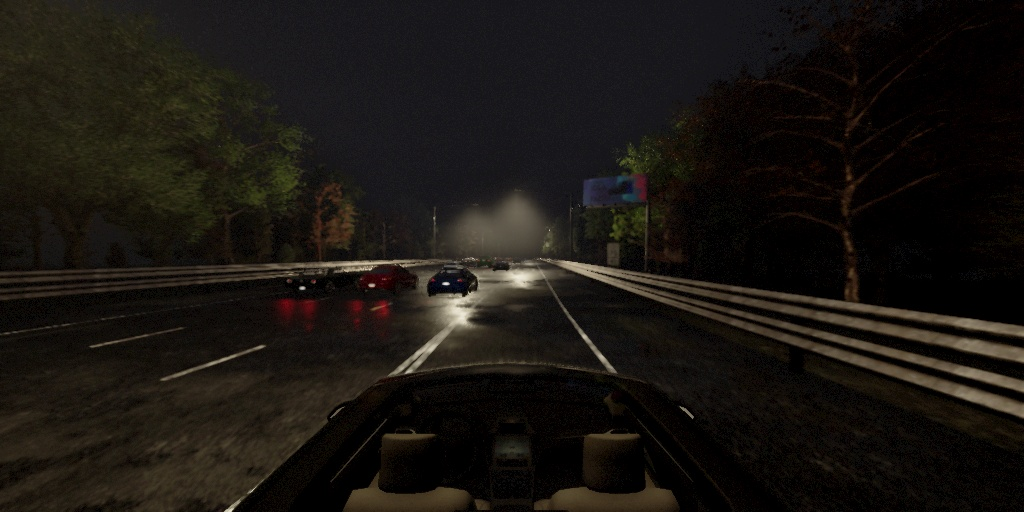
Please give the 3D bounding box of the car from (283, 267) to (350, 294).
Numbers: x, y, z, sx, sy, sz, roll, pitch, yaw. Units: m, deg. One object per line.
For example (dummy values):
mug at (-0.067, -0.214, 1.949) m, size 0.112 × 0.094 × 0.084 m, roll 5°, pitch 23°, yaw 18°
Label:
car at (-9.985, 1.263, 19.501) m, size 1.895 × 1.301 × 4.718 m, roll 0°, pitch 0°, yaw 3°

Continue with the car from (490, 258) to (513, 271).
car at (-1.356, 1.289, 48.624) m, size 1.994 × 1.385 × 4.181 m, roll 0°, pitch 0°, yaw 3°

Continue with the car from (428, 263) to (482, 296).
car at (-3.010, 1.285, 18.960) m, size 1.994 × 1.385 × 4.181 m, roll 0°, pitch 0°, yaw 3°

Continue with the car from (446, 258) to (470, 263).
car at (-5.627, 1.219, 34.877) m, size 1.812 × 1.442 × 4.674 m, roll 0°, pitch 0°, yaw 3°

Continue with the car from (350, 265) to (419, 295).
car at (-6.493, 1.217, 19.228) m, size 1.812 × 1.442 × 4.674 m, roll 0°, pitch 0°, yaw 3°

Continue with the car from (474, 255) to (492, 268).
car at (-4.291, 0.923, 58.910) m, size 2.150 × 2.045 × 5.566 m, roll 0°, pitch 0°, yaw 3°

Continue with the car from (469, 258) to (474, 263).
car at (-7.563, 1.168, 63.084) m, size 2.128 × 1.511 × 4.902 m, roll 0°, pitch 0°, yaw 3°
